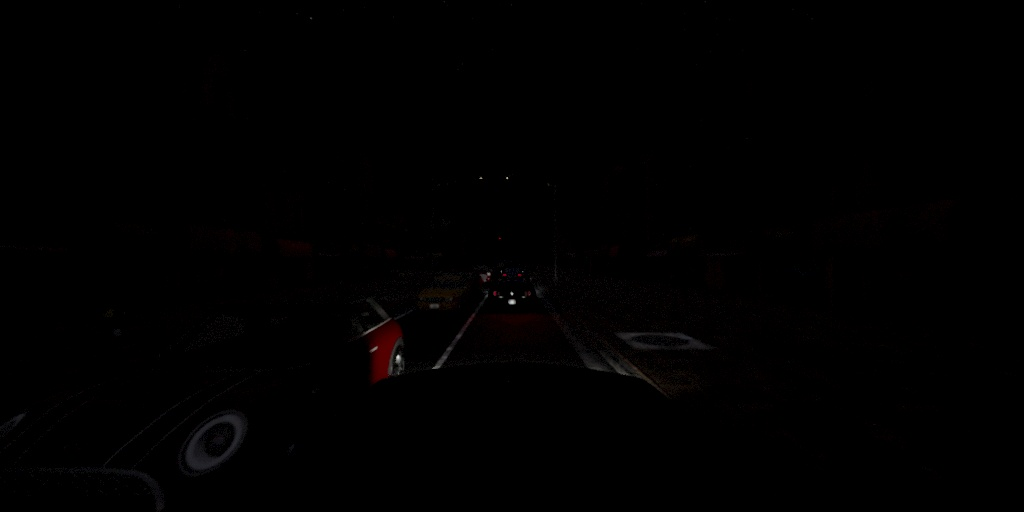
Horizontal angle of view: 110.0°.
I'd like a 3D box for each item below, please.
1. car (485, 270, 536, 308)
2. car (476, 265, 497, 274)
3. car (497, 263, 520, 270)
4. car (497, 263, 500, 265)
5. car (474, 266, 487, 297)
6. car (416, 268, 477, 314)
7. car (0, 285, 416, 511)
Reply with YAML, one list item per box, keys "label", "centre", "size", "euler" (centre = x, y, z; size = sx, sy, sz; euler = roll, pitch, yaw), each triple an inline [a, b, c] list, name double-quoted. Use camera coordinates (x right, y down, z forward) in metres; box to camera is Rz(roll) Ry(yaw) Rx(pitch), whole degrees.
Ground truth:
- label: "car"
  centre: [0.006, 1.491, 15.962]
  size: [1.895, 1.301, 4.718]
  euler: [0, -1, 0]
- label: "car"
  centre: [-2.629, 1.488, 30.863]
  size: [1.967, 1.591, 4.097]
  euler: [0, 0, 0]
- label: "car"
  centre: [0.009, 1.596, 30.845]
  size: [2.033, 1.411, 5.357]
  euler: [0, -1, 0]
- label: "car"
  centre: [-2.627, 1.734, 41.622]
  size: [1.948, 1.339, 4.313]
  euler: [0, 0, 0]
- label: "car"
  centre: [-2.632, 1.479, 20.104]
  size: [1.888, 1.381, 4.507]
  euler: [0, 0, 0]
- label: "car"
  centre: [-2.634, 1.403, 14.554]
  size: [1.751, 1.417, 4.829]
  euler: [0, 0, 0]
- label: "car"
  centre: [-2.636, 1.211, 3.965]
  size: [1.967, 1.591, 4.097]
  euler: [0, 0, 0]
